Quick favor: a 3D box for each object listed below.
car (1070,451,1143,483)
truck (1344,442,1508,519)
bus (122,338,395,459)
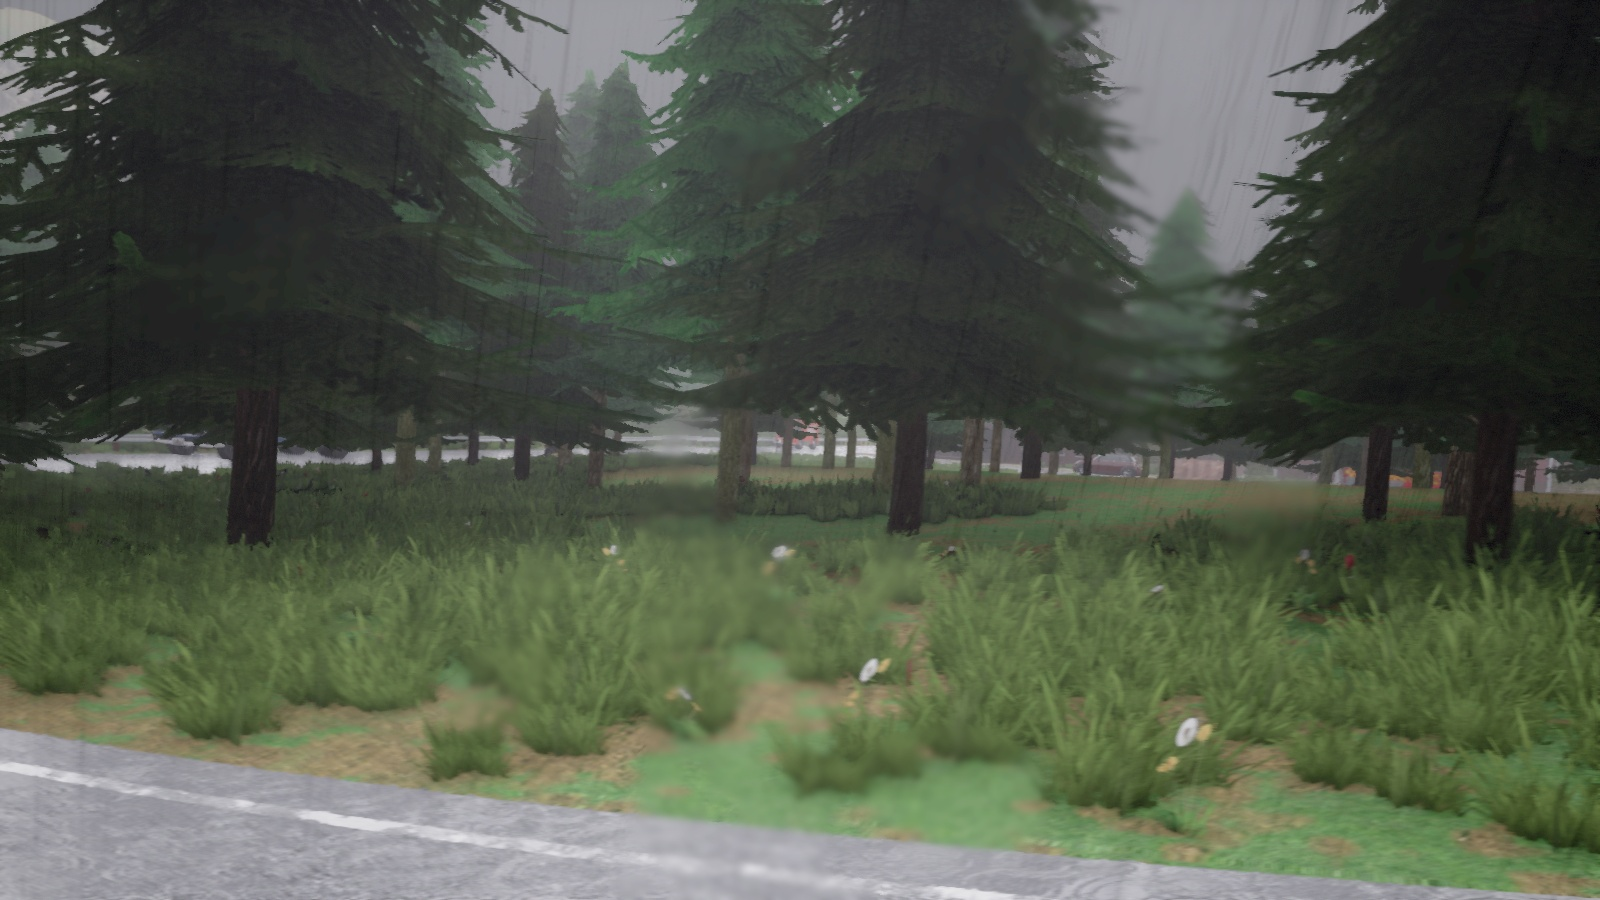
[{"bbox_3d":[21.317,1.157,87.271,4.553,1.767,2.097,5,2,22],"label":"car"},{"bbox_3d":[38.065,1.781,76.715,8.468,3.827,2.891,5,2,22],"label":"truck"},{"bbox_3d":[-21.869,-1.984,51.726,3.944,4.253,10.273,5,2,22],"label":"bus"}]
